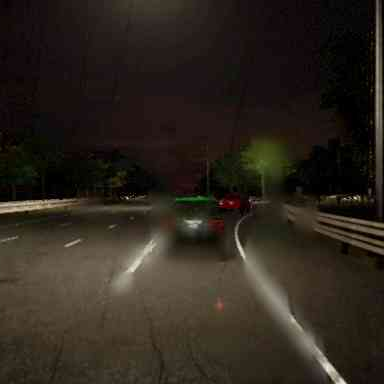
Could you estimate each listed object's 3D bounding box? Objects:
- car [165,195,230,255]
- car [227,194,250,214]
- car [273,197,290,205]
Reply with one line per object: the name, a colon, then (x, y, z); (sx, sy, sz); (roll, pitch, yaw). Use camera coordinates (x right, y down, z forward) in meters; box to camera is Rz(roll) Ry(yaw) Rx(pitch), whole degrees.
car: (0.270, 1.231, 13.589); (2.150, 2.045, 5.566); (0, 0, 4)
car: (4.832, 1.246, 35.890); (2.150, 2.045, 5.566); (0, 0, 19)
car: (15.313, 1.567, 56.332); (1.837, 1.490, 4.892); (-1, -1, 35)
